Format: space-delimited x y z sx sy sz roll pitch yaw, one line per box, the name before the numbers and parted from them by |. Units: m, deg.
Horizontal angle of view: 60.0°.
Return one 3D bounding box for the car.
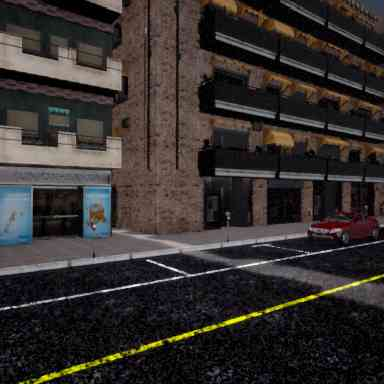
car | 7.172 1.583 15.538 4.206 1.307 1.802 0 0 -35
